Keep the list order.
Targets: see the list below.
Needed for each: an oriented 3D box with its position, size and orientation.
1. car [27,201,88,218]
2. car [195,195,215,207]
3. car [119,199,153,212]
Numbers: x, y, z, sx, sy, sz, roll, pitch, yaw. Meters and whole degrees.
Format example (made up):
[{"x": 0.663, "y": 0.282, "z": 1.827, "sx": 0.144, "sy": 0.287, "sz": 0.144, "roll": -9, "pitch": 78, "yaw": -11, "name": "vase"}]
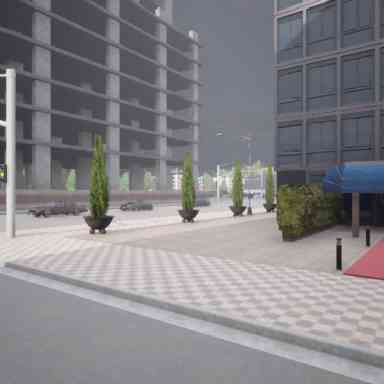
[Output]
[{"x": -12.334, "y": 1.547, "z": 30.894, "sx": 2.033, "sy": 1.411, "sz": 5.357, "roll": 0, "pitch": 0, "yaw": 36, "name": "car"}, {"x": 0.641, "y": 1.547, "z": 48.711, "sx": 2.033, "sy": 1.411, "sz": 5.357, "roll": 0, "pitch": 0, "yaw": 36, "name": "car"}, {"x": -6.464, "y": 1.564, "z": 38.953, "sx": 1.994, "sy": 1.385, "sz": 4.181, "roll": 0, "pitch": 0, "yaw": 37, "name": "car"}]
